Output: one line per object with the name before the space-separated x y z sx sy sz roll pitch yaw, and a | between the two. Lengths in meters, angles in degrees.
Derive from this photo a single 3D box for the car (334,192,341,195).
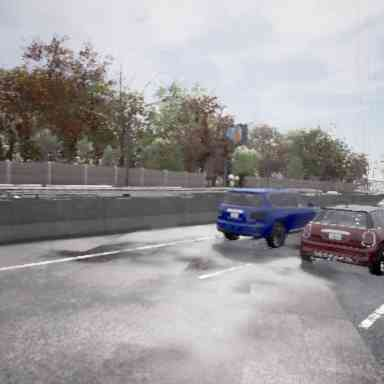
car | 18.744 0.707 44.499 1.812 1.442 4.674 4 3 44

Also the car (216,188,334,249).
car | 3.319 0.889 13.240 2.150 2.045 5.566 4 3 44

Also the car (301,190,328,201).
car | 17.994 0.528 48.725 1.837 1.490 4.892 4 2 44

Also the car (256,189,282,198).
car | 12.307 0.229 52.898 1.812 1.442 4.674 4 3 44

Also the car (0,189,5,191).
car | -11.812 0.526 18.030 1.837 1.490 4.892 4 3 44

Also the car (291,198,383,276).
car | 5.198 1.179 10.164 2.097 1.767 4.553 4 3 44

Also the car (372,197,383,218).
car | 16.005 1.192 26.349 1.812 1.442 4.674 4 3 44

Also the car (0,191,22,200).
car | -9.961 0.782 14.925 1.895 1.301 4.718 4 3 44

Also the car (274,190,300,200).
car | 14.285 0.426 49.937 1.994 1.385 4.181 4 3 44
